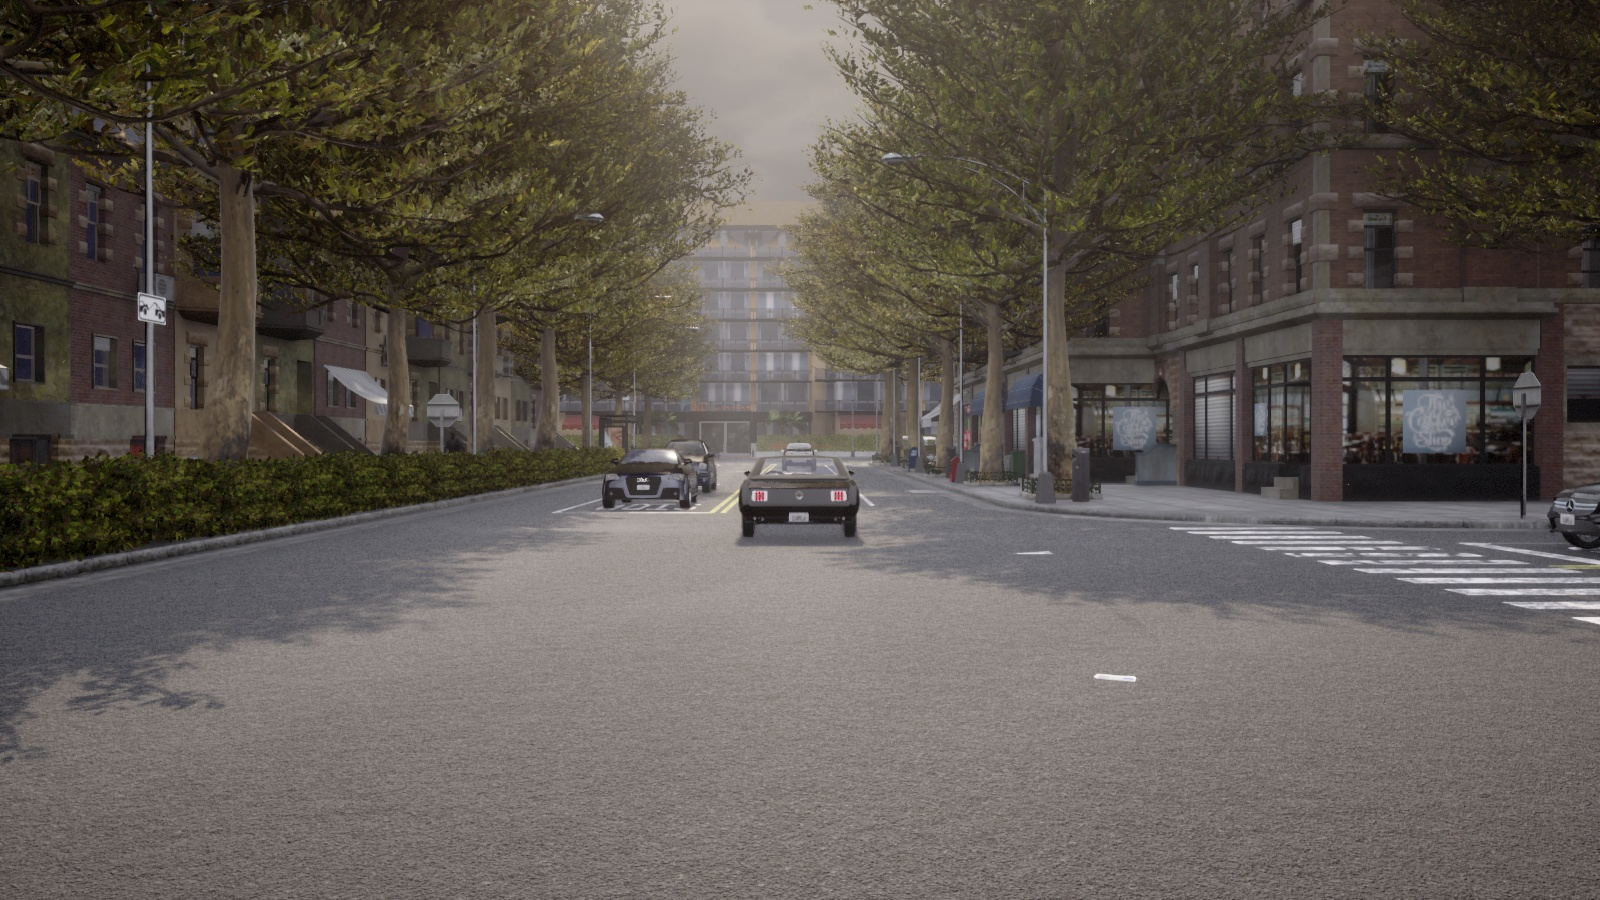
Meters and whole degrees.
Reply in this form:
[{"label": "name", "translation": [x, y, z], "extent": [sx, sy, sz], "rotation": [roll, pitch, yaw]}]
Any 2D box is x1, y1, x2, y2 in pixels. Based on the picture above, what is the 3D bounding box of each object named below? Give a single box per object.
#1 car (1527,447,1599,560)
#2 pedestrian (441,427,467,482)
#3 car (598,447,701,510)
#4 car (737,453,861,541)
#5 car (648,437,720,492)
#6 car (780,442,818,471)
[{"label": "car", "translation": [12.593, 0.687, 16.822], "extent": [4.674, 1.442, 1.812], "rotation": [0, 0, -1]}, {"label": "pedestrian", "translation": [-12.051, 0.147, 43.718], "extent": [0.563, 1.883, 0.849], "rotation": [0, 0, 8]}, {"label": "car", "translation": [-3.518, 0.638, 30.072], "extent": [1.994, 1.385, 4.181], "rotation": [0, 0, 0]}, {"label": "car", "translation": [-0.015, 0.726, 21.476], "extent": [1.895, 1.301, 4.718], "rotation": [0, 0, 0]}, {"label": "car", "translation": [-3.528, 0.422, 38.868], "extent": [1.851, 1.617, 3.988], "rotation": [0, 0, 0]}, {"label": "car", "translation": [-0.049, 0.314, 67.182], "extent": [2.007, 1.525, 4.514], "rotation": [0, 0, 0]}]
